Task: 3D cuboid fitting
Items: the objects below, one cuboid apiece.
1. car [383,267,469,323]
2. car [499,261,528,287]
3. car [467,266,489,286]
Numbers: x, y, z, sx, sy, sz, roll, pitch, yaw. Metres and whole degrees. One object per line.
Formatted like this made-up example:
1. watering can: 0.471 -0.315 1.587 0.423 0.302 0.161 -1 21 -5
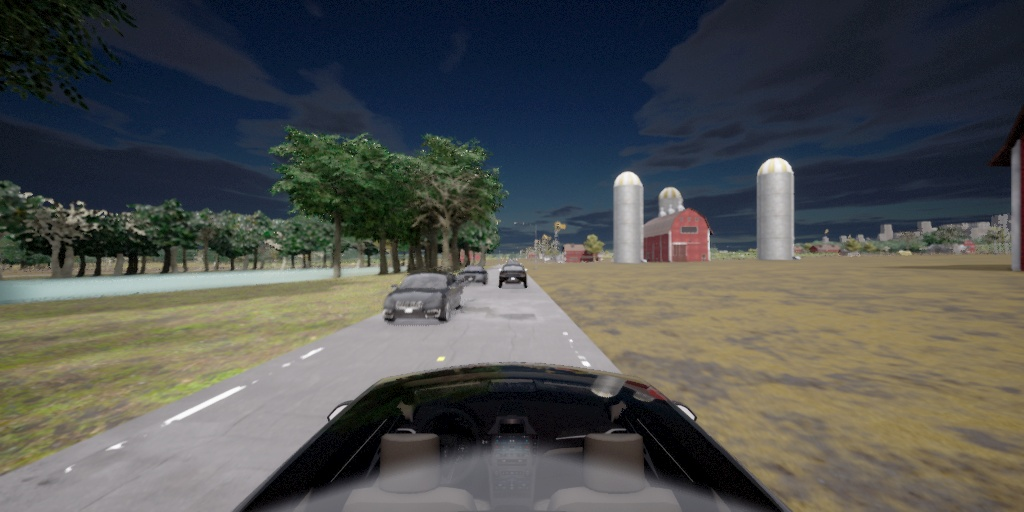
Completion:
1. car: -2.813 1.274 12.245 1.837 1.490 4.892 0 -1 0
2. car: 0.076 1.309 25.164 1.882 1.535 5.008 0 0 0
3. car: -2.784 1.403 26.444 1.994 1.385 4.181 0 0 1
